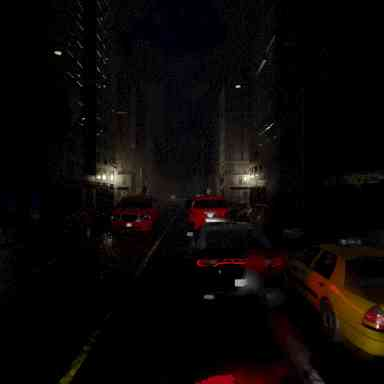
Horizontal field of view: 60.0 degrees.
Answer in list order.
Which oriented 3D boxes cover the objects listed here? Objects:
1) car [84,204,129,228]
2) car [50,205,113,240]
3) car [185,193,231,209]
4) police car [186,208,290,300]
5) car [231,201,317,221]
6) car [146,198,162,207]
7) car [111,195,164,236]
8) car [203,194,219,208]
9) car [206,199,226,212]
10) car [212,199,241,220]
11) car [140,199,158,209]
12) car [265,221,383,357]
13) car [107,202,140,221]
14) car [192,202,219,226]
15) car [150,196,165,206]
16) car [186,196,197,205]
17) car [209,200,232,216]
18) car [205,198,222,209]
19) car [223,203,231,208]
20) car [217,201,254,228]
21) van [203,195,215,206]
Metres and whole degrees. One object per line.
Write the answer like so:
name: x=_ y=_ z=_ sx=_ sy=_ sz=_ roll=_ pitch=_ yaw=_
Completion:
car: x=-5.695 y=1.565 z=22.610 sx=1.947 sy=1.339 sz=4.313 roll=0 pitch=0 yaw=0
car: x=-5.688 y=1.544 z=17.085 sx=1.887 sy=1.381 sz=4.507 roll=0 pitch=0 yaw=0
car: x=0.878 y=1.222 z=18.471 sx=2.150 sy=2.045 sz=5.566 roll=0 pitch=0 yaw=0
police car: x=0.888 y=1.425 z=8.551 sx=1.930 sy=1.638 sz=5.238 roll=0 pitch=0 yaw=0
car: x=2.844 y=1.315 z=11.586 sx=2.192 sy=1.841 sz=5.009 roll=0 pitch=0 yaw=0
car: x=-5.726 y=1.563 z=50.236 sx=1.947 sy=1.339 sz=4.313 roll=0 pitch=0 yaw=0
car: x=-3.036 y=1.220 z=18.697 sx=2.150 sy=2.045 sz=5.566 roll=0 pitch=0 yaw=-1
car: x=2.800 y=1.312 z=50.252 sx=2.192 sy=1.841 sz=5.009 roll=0 pitch=0 yaw=0
car: x=2.812 y=1.548 z=39.205 sx=2.008 sy=1.369 sz=4.403 roll=0 pitch=0 yaw=0
car: x=2.825 y=1.438 z=28.157 sx=1.967 sy=1.590 sz=4.097 roll=0 pitch=0 yaw=0
car: x=-5.720 y=1.579 z=44.711 sx=1.802 sy=1.307 sz=4.206 roll=0 pitch=0 yaw=0
car: x=2.850 y=1.525 z=6.233 sx=1.752 sy=1.417 sz=4.829 roll=0 pitch=0 yaw=0
car: x=-5.701 y=1.564 z=28.135 sx=1.947 sy=1.339 sz=4.313 roll=0 pitch=0 yaw=0
car: x=0.871 y=1.525 z=24.441 sx=1.812 sy=1.442 sz=4.674 roll=0 pitch=0 yaw=0
car: x=-5.732 y=1.437 z=55.761 sx=1.967 sy=1.590 sz=4.097 roll=0 pitch=0 yaw=0
car: x=-0.069 y=1.522 z=59.563 sx=1.812 sy=1.442 sz=4.674 roll=0 pitch=0 yaw=0
car: x=2.819 y=1.549 z=33.681 sx=2.008 sy=1.369 sz=4.403 roll=0 pitch=0 yaw=0
car: x=2.806 y=1.563 z=44.728 sx=1.947 sy=1.339 sz=4.313 roll=0 pitch=0 yaw=0
car: x=2.837 y=1.524 z=17.280 sx=1.752 sy=1.417 sz=4.829 roll=0 pitch=0 yaw=0
car: x=2.831 y=1.439 z=22.634 sx=1.967 sy=1.590 sz=4.097 roll=0 pitch=0 yaw=0
van: x=2.794 y=1.338 z=55.776 sx=1.690 sy=1.788 sz=3.998 roll=0 pitch=0 yaw=0
